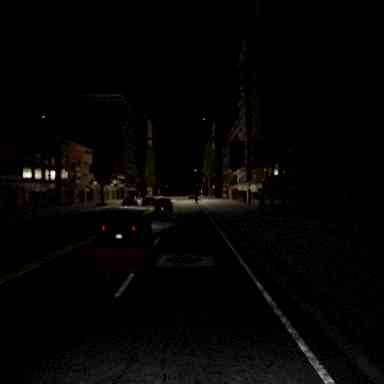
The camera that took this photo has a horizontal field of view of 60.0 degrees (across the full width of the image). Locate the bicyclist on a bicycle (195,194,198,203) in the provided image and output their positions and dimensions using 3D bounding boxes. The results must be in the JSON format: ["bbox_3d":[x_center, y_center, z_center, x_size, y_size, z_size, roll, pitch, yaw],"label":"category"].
[{"bbox_3d":[0.888,1.442,58.968,0.866,1.612,1.509,0,0,0],"label":"bicyclist on a bicycle"}]

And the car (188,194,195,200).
[{"bbox_3d":[-0.009,1.445,87.007,1.837,1.490,4.892,0,0,0],"label":"car"}]

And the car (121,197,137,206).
[{"bbox_3d":[-9.805,1.557,52.733,2.033,1.411,5.357,0,0,1],"label":"car"}]

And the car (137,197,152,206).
[{"bbox_3d":[-6.568,1.488,50.525,1.882,1.535,5.008,0,0,0],"label":"car"}]

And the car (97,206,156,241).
[{"bbox_3d":[-3.150,1.613,16.574,1.895,1.301,4.718,0,0,0],"label":"car"}]

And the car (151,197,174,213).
[{"bbox_3d":[-3.152,1.522,37.804,1.837,1.490,4.892,0,0,0],"label":"car"}]

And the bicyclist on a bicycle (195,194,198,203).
[{"bbox_3d":[0.887,1.369,67.828,0.659,1.776,1.843,0,0,0],"label":"bicyclist on a bicycle"}]

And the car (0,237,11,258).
[{"bbox_3d":[-6.600,1.607,8.165,1.895,1.301,4.718,0,0,0],"label":"car"}]
